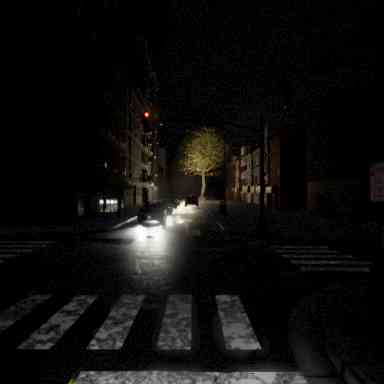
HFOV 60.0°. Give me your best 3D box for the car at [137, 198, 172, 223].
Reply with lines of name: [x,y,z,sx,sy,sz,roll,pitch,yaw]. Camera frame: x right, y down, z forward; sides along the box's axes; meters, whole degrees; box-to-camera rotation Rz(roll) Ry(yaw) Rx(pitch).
car: [-2.914,1.475,25.163,2.128,1.511,4.902,0,0,0]

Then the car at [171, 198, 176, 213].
car: [-2.942,1.577,34.373,1.895,1.301,4.718,0,0,0]

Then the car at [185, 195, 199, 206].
car: [-0.046,1.320,53.030,2.097,1.767,4.553,0,0,0]

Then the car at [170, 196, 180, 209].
car: [-2.936,1.535,43.559,1.994,1.385,4.181,0,0,0]
